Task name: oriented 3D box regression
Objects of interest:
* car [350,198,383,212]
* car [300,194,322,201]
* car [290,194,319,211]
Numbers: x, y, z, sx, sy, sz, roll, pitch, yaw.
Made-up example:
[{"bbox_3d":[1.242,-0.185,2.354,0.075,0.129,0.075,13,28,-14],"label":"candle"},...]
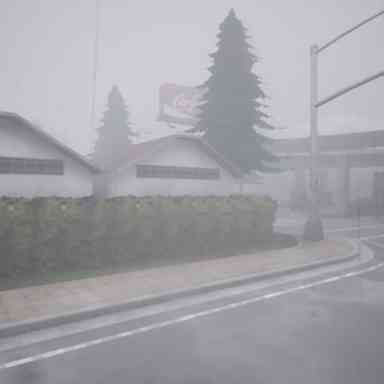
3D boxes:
[{"bbox_3d":[20.556,1.548,39.100,4.611,1.667,2.242,0,0,-36],"label":"car"},{"bbox_3d":[31.649,1.463,88.588,2.152,1.636,5.027,0,0,-36],"label":"car"},{"bbox_3d":[14.089,1.281,41.479,2.150,2.045,5.566,0,0,37],"label":"car"}]
